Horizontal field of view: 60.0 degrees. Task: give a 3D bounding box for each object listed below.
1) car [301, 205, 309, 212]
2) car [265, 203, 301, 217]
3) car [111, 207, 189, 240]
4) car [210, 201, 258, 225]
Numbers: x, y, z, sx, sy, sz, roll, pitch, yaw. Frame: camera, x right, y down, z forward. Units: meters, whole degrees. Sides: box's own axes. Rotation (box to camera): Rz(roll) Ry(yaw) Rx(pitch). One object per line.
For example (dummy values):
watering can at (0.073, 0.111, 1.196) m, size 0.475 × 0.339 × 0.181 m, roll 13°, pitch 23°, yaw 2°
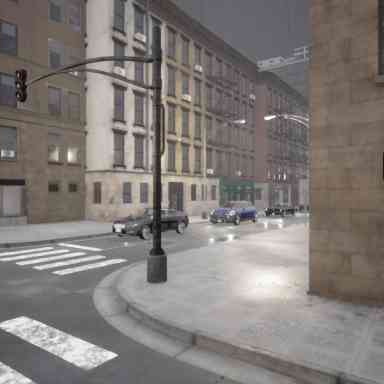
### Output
car at (14.890, 1.832, 41.566) m, size 1.895 × 1.301 × 4.718 m, roll 0°, pitch 0°, yaw 36°
car at (8.976, 1.777, 33.316) m, size 1.895 × 1.301 × 4.718 m, roll 0°, pitch 0°, yaw 35°
car at (-2.086, 1.568, 17.788) m, size 2.128 × 1.511 × 4.902 m, roll 0°, pitch 0°, yaw 35°
car at (3.254, 1.476, 25.306) m, size 2.097 × 1.767 × 4.553 m, roll 0°, pitch 0°, yaw 36°
